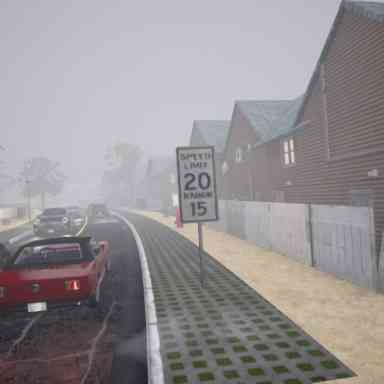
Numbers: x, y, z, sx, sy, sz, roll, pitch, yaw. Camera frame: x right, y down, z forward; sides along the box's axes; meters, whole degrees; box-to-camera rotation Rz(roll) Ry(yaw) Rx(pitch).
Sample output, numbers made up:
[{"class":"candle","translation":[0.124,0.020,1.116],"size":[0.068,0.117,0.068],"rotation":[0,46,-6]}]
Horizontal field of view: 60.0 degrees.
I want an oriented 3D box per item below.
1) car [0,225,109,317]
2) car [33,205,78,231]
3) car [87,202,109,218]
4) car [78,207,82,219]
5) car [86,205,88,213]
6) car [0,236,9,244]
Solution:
[{"class":"car","translation":[-3.040,1.708,7.891],"size":[1.895,1.301,4.718],"rotation":[-3,0,-10]},{"class":"car","translation":[-9.070,1.800,22.129],"size":[2.097,1.767,4.553],"rotation":[-3,0,-15]},{"class":"car","translation":[-10.363,2.010,37.107],"size":[1.837,1.490,4.892],"rotation":[-3,0,-18]},{"class":"car","translation":[-13.315,2.209,37.022],"size":[2.033,1.411,5.357],"rotation":[-3,0,-18]},{"class":"car","translation":[-13.905,2.205,46.907],"size":[1.812,1.442,4.674],"rotation":[-3,0,-23]},{"class":"car","translation":[-6.092,1.772,8.195],"size":[2.128,1.511,4.902],"rotation":[-3,0,-10]}]
